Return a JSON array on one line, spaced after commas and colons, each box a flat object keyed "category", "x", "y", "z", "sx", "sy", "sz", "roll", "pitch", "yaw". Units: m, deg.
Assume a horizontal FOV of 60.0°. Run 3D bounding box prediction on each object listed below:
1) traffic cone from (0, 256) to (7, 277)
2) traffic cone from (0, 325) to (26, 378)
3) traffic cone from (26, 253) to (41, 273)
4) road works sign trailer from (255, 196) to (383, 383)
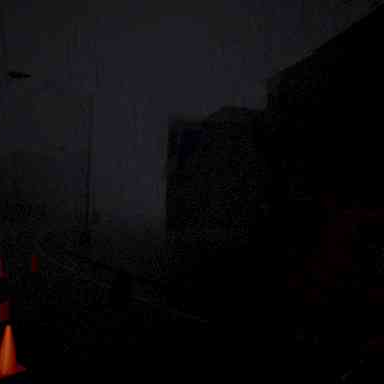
[{"category": "traffic cone", "x": -5.693, "y": 2.208, "z": 9.863, "sx": 0.340, "sy": 0.580, "sz": 0.340, "roll": -1, "pitch": -3, "yaw": 41}, {"category": "traffic cone", "x": -2.451, "y": 2.075, "z": 4.434, "sx": 0.340, "sy": 0.580, "sz": 0.340, "roll": -1, "pitch": -3, "yaw": 41}, {"category": "traffic cone", "x": -5.041, "y": 2.252, "z": 10.619, "sx": 0.340, "sy": 0.580, "sz": 0.340, "roll": -1, "pitch": -3, "yaw": 41}, {"category": "road works sign trailer", "x": 3.267, "y": 1.170, "z": 4.805, "sx": 3.560, "sy": 2.380, "sz": 2.880, "roll": -3, "pitch": 2, "yaw": -27}]
